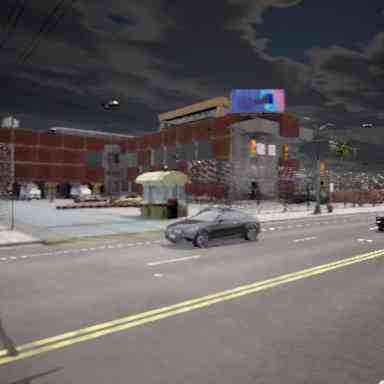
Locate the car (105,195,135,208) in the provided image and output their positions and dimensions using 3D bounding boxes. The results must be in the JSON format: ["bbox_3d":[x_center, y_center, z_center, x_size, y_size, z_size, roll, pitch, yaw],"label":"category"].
[{"bbox_3d":[-7.969,1.080,40.446,4.193,1.474,1.816,0,1,-40],"label":"car"}]

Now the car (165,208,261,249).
[{"bbox_3d":[1.046,1.431,14.239,4.674,1.442,1.812,0,0,-39],"label":"car"}]

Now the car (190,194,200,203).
[{"bbox_3d":[2.557,1.063,54.077,4.674,1.452,2.002,0,1,-40],"label":"car"}]

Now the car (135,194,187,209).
[{"bbox_3d":[-3.104,0.997,34.608,4.553,1.767,2.185,0,1,-40],"label":"car"}]

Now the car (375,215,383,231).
[{"bbox_3d":[12.274,1.541,18.848,4.718,1.301,1.895,0,0,-39],"label":"car"}]

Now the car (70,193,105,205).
[{"bbox_3d":[-14.761,1.154,48.458,4.718,1.301,1.895,0,1,-40],"label":"car"}]

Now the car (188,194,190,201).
[{"bbox_3d":[-0.602,1.050,57.882,3.806,1.475,1.970,0,1,-40],"label":"car"}]
